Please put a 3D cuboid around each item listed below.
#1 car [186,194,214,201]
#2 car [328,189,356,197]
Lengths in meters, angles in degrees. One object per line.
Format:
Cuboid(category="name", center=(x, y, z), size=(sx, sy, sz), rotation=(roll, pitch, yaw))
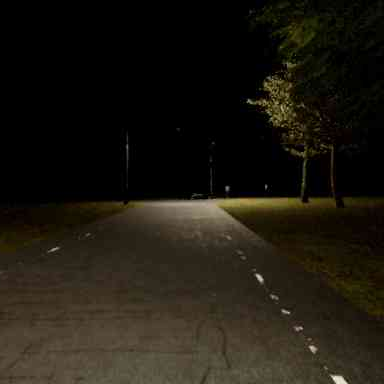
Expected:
Cuboid(category="car", center=(1.400, 0.954, 57.648), size=(4.718, 1.301, 1.895), rotation=(-1, 1, -1))
Cuboid(category="car", center=(29.353, 0.223, 65.168), size=(5.008, 1.535, 1.882), rotation=(-1, -1, -1))
